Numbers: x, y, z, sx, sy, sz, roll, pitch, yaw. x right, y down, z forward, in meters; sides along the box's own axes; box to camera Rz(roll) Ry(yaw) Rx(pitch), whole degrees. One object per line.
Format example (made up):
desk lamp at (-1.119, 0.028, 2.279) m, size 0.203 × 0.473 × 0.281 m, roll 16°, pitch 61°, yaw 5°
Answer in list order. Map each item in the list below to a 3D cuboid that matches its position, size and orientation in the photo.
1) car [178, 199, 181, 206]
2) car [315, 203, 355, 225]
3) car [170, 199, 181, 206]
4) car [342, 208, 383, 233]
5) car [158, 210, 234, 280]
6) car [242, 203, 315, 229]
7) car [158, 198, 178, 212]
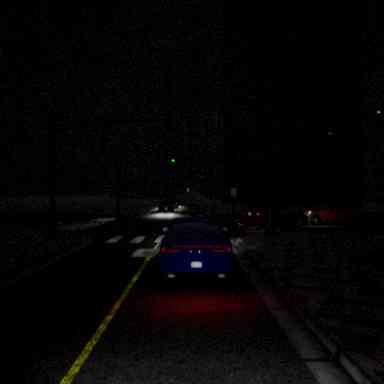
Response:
car at (-3.091, 1.750, 51.415) m, size 1.837 × 1.490 × 4.892 m, roll 0°, pitch 0°, yaw 0°
car at (10.949, 1.666, 26.580) m, size 4.553 × 1.767 × 2.097 m, roll 1°, pitch 0°, yaw 0°
car at (-3.016, 1.894, 61.628) m, size 1.895 × 1.301 × 4.718 m, roll 0°, pitch 0°, yaw 0°
car at (12.133, 1.874, 20.731) m, size 4.313 × 1.339 × 1.947 m, roll 1°, pitch -1°, yaw 0°
car at (0.099, 1.526, 10.072) m, size 1.882 × 1.535 × 5.008 m, roll 0°, pitch 0°, yaw 0°
car at (5.871, 1.568, 23.189) m, size 4.553 × 1.767 × 2.097 m, roll 1°, pitch 0°, yaw -23°
car at (-3.111, 1.687, 41.177) m, size 2.128 × 1.511 × 4.902 m, roll 0°, pitch 0°, yaw -2°
